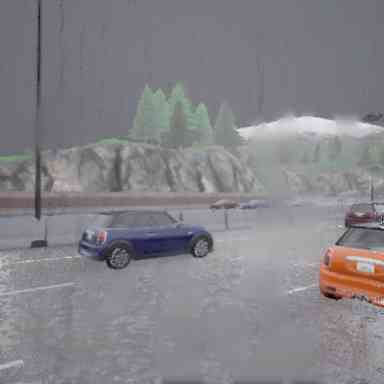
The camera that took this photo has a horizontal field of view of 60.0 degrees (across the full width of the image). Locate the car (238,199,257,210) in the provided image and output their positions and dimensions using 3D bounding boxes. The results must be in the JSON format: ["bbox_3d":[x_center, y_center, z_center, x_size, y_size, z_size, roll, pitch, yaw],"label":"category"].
[{"bbox_3d":[8.626,1.718,43.998,1.882,1.535,5.008,0,-1,43],"label":"car"}]

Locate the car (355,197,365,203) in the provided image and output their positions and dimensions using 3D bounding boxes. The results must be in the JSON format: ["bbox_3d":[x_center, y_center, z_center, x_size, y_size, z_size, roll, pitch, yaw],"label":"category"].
[{"bbox_3d":[36.254,1.695,71.877,1.994,1.385,4.181,0,0,26],"label":"car"}]

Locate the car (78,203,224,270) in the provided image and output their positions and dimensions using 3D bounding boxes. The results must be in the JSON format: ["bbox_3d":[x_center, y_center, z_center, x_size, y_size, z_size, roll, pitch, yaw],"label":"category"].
[{"bbox_3d":[-1.400,1.391,11.407,4.553,1.767,2.097,1,0,-36],"label":"car"}]

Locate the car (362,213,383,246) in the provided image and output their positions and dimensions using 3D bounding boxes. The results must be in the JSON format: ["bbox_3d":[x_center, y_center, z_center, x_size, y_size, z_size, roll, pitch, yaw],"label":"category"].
[{"bbox_3d":[10.229,1.731,16.114,4.718,1.301,1.895,1,0,-40],"label":"car"}]

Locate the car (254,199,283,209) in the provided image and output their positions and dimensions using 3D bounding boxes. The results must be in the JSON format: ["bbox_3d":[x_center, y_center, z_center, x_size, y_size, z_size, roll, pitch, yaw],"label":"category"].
[{"bbox_3d":[9.949,1.834,40.267,1.895,1.301,4.718,0,0,43],"label":"car"}]

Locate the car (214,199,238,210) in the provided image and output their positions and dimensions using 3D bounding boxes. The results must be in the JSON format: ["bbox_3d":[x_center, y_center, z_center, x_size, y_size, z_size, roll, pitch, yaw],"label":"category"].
[{"bbox_3d":[4.421,1.696,44.643,1.882,1.535,5.008,0,0,44],"label":"car"}]

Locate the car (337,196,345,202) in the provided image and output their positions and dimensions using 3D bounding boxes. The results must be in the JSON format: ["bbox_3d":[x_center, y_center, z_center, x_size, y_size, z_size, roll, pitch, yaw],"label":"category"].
[{"bbox_3d":[33.118,1.608,73.430,1.882,1.535,5.008,0,0,26],"label":"car"}]

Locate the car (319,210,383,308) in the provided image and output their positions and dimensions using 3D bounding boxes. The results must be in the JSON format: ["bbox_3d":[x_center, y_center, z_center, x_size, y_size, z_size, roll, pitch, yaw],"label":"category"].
[{"bbox_3d":[4.858,1.412,7.354,4.553,1.767,2.097,1,0,-37],"label":"car"}]

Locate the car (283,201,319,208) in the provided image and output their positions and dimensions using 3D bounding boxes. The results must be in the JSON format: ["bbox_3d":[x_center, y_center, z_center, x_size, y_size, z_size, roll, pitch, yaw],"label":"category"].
[{"bbox_3d":[12.975,1.790,38.361,2.033,1.411,5.357,0,0,43],"label":"car"}]

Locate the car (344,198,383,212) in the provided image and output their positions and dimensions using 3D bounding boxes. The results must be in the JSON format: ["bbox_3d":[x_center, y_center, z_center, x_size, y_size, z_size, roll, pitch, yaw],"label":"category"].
[{"bbox_3d":[12.236,1.522,22.605,4.553,1.767,2.097,1,-1,-42],"label":"car"}]
